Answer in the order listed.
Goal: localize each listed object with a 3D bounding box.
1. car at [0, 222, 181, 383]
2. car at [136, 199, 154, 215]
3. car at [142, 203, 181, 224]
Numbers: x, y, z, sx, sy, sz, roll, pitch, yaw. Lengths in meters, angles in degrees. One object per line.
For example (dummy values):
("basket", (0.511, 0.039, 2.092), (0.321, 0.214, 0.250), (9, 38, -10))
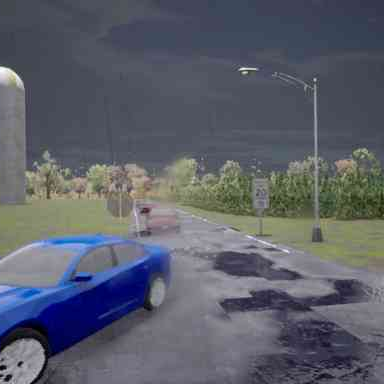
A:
("car", (-2.088, 1.515, 5.550), (1.882, 1.535, 5.008), (0, -1, 23))
("car", (-4.801, 1.770, 36.496), (1.895, 1.301, 4.718), (-1, 0, -10))
("car", (-1.807, 1.621, 19.801), (1.812, 1.442, 4.674), (-1, 0, -10))
